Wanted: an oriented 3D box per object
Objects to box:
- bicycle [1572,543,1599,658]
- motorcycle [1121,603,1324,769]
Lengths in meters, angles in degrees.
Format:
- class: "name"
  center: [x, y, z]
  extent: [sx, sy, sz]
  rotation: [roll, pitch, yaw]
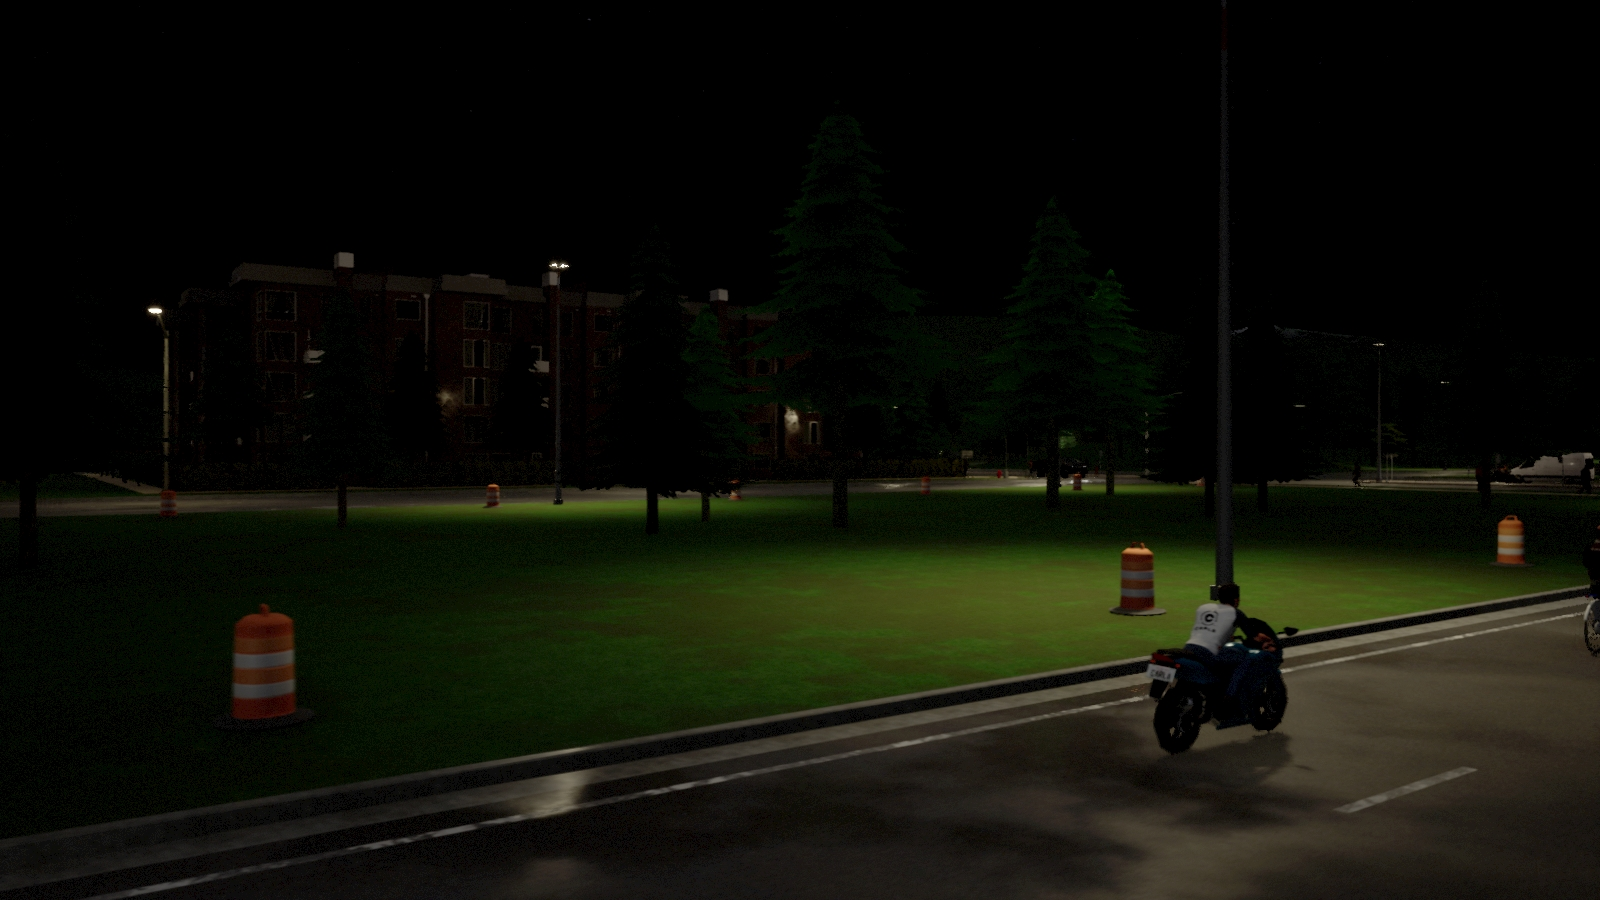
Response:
- class: "bicycle"
  center: [11.440, 2.055, 16.073]
  extent: [1.835, 1.471, 0.329]
  rotation: [-1, 0, -35]
- class: "motorcycle"
  center: [4.055, 2.183, 10.896]
  extent: [2.033, 1.199, 0.803]
  rotation: [0, 0, -35]
